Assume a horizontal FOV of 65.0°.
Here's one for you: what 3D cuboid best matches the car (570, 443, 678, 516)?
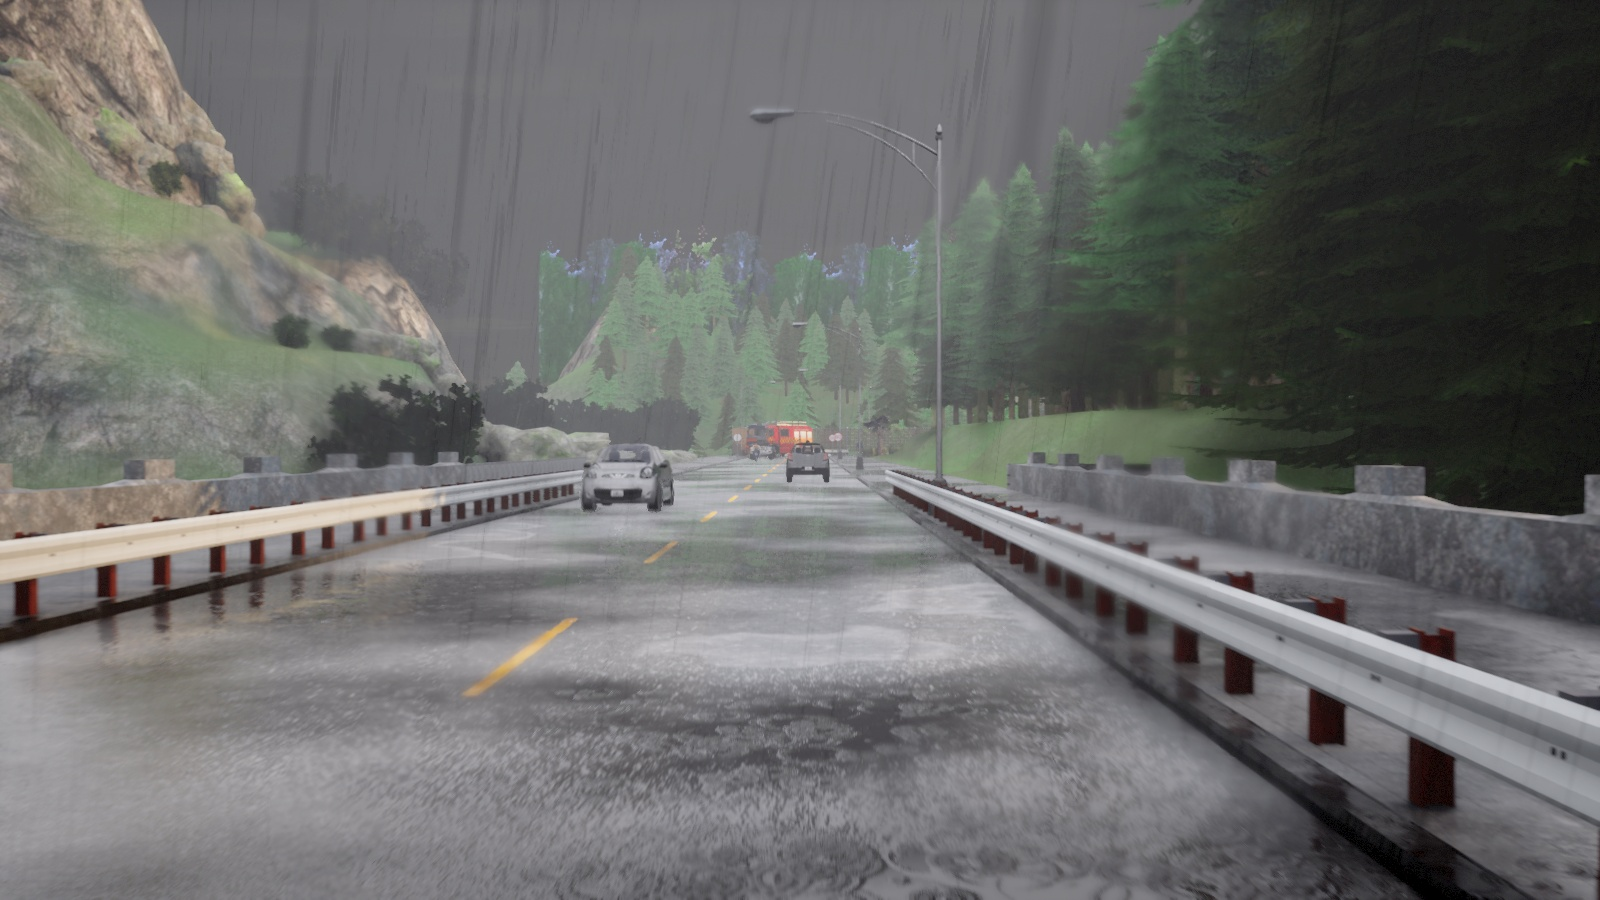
[{"bbox_3d":[-3.820,0.601,27.792,1.845,1.501,3.633,0,0,0],"label":"car"}]

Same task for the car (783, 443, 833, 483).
[{"bbox_3d":[0.305,0.486,48.650,1.845,1.501,3.633,0,0,0],"label":"car"}]
